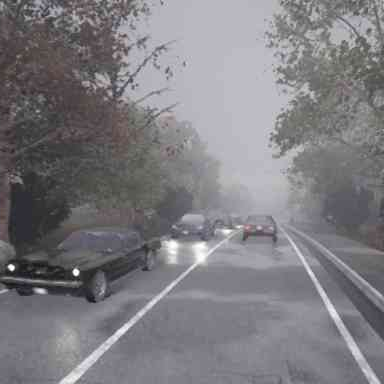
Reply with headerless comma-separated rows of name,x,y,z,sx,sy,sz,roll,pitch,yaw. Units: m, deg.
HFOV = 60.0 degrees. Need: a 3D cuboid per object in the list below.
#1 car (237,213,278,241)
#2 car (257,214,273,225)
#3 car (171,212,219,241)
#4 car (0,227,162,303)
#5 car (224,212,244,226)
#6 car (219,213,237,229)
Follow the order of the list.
car,4.006,2.023,19.481,2.033,1.411,5.357,1,-3,13
car,10.453,3.858,47.468,2.128,1.511,4.902,0,-4,13
car,0.187,1.922,19.313,1.812,1.442,4.674,0,-3,13
car,-2.374,1.625,8.497,1.895,1.301,4.718,0,-1,14
car,5.275,3.330,41.334,1.882,1.535,5.008,0,-4,13
car,2.845,2.687,30.803,1.994,1.385,4.181,0,-4,13
